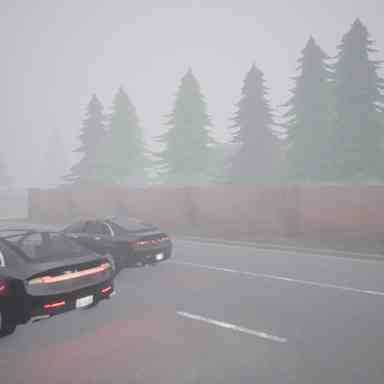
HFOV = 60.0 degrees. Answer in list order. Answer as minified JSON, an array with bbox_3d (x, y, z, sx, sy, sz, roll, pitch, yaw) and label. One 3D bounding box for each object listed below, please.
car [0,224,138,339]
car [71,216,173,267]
[{"bbox_3d":[-3.643,1.494,6.600,4.902,1.511,2.128,0,0,36],"label":"car"},{"bbox_3d":[-2.833,1.506,10.325,4.892,1.490,1.837,-1,0,36],"label":"car"}]
